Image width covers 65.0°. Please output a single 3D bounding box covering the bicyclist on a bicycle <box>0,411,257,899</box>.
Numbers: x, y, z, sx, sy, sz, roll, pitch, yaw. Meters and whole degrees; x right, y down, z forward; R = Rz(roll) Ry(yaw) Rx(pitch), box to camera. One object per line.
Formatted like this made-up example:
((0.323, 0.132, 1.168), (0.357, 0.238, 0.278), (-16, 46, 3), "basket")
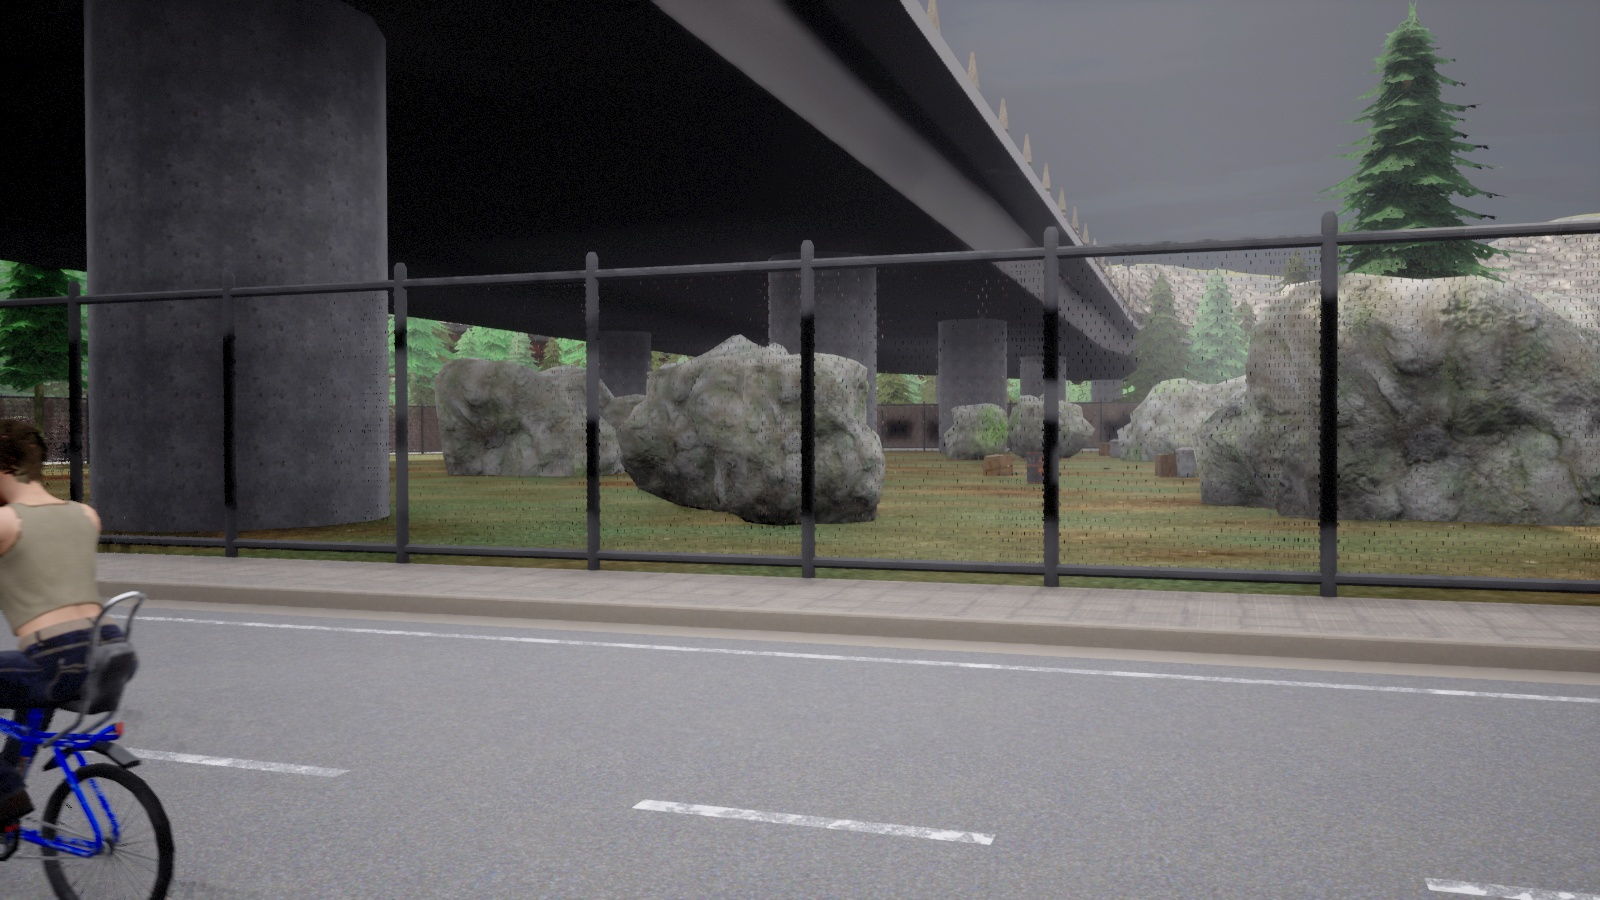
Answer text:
((-2.705, 0.687, 4.107), (1.509, 1.612, 0.866), (1, 1, 19), "bicyclist on a bicycle")
